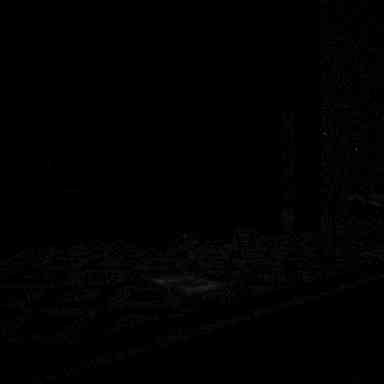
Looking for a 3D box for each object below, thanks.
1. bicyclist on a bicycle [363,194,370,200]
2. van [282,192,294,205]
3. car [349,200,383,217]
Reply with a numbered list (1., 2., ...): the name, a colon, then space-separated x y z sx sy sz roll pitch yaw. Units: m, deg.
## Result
1. bicyclist on a bicycle: 20.878 1.030 39.656 1.656 1.620 0.582 0 1 -36
2. van: 12.289 0.930 46.600 1.690 1.788 3.998 1 0 -36
3. car: 14.856 1.367 28.326 2.008 1.369 4.403 1 0 -36
